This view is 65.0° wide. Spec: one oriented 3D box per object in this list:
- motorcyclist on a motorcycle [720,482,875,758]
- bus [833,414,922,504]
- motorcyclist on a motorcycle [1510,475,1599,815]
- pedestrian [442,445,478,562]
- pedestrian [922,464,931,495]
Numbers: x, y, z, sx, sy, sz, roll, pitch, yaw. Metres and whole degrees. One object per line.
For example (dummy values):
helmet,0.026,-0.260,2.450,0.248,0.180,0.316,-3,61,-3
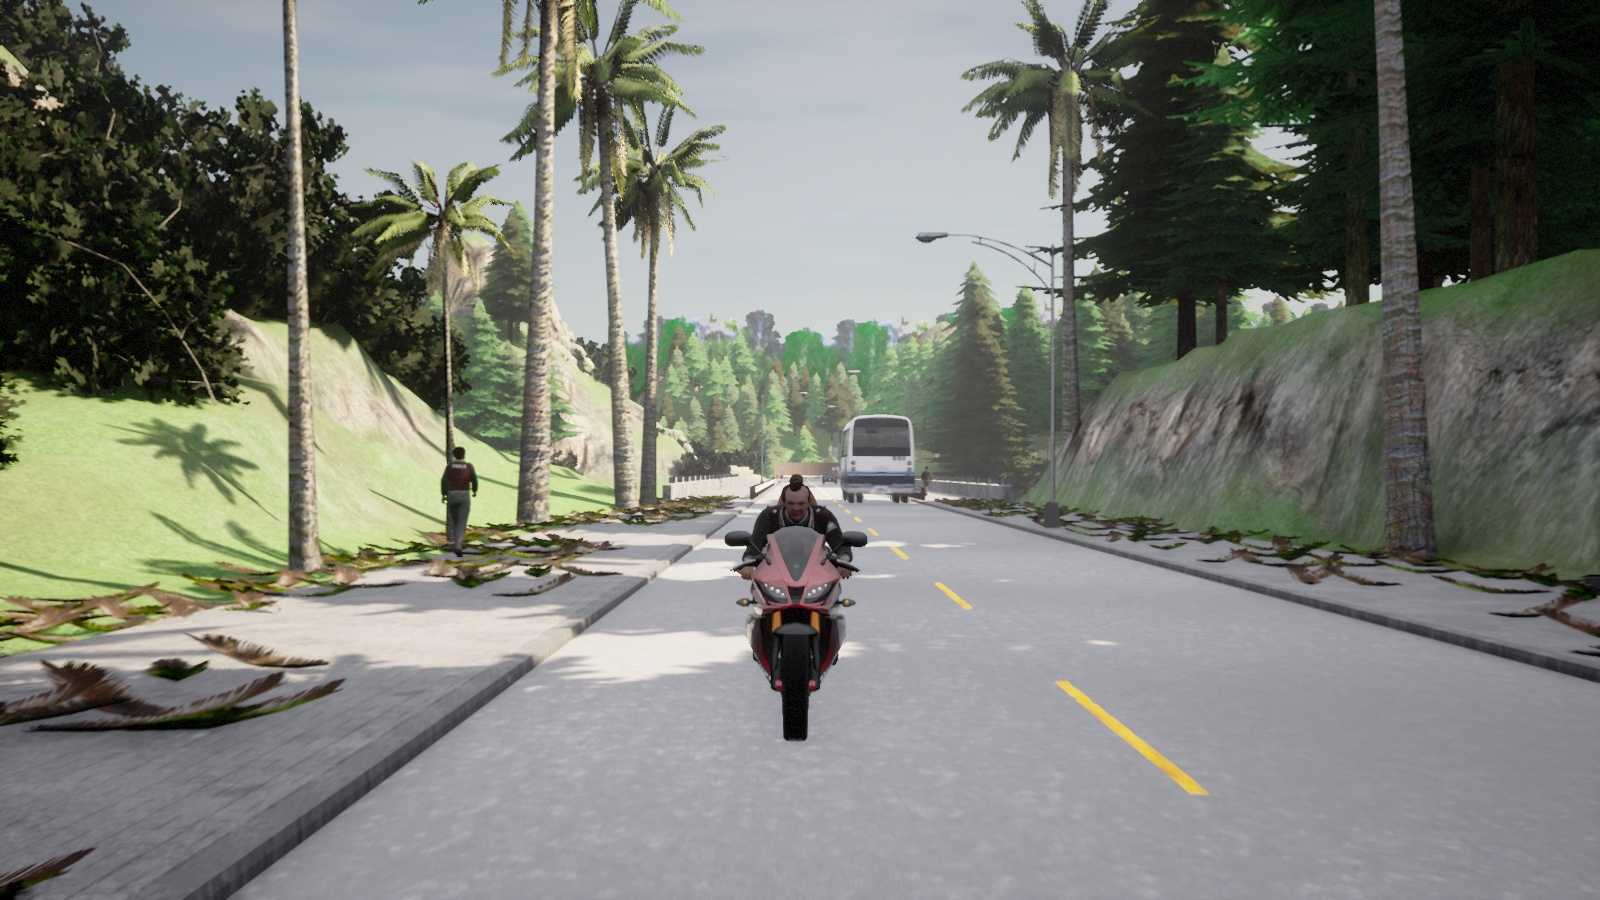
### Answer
motorcyclist on a motorcycle,-0.019,0.987,8.184,0.866,1.530,2.191,0,-1,0
bus,3.843,0.512,65.107,3.944,4.253,10.273,0,-1,0
motorcyclist on a motorcycle,3.989,0.869,5.304,0.797,1.523,2.044,0,-1,0
pedestrian,-5.690,0.884,21.046,0.402,1.930,0.666,0,-1,2
pedestrian,7.619,1.758,75.478,0.431,1.840,0.703,0,-1,0
